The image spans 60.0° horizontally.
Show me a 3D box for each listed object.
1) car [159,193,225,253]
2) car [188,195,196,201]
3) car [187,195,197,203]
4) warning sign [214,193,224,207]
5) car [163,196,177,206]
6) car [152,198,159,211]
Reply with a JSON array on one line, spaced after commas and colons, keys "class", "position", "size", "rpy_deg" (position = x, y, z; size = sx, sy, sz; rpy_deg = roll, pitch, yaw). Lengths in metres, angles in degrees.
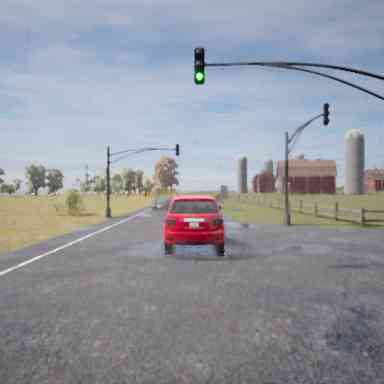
[{"class": "car", "position": [0.081, 1.168, 13.605], "size": [2.150, 2.045, 5.566], "rpy_deg": [0, 0, 0]}, {"class": "car", "position": [0.002, 1.288, 75.120], "size": [1.895, 1.301, 4.718], "rpy_deg": [0, 0, 0]}, {"class": "car", "position": [0.003, 1.392, 64.670], "size": [1.837, 1.490, 4.892], "rpy_deg": [0, 0, 0]}, {"class": "warning sign", "position": [3.545, 1.050, 43.721], "size": [1.300, 1.860, 1.060], "rpy_deg": [0, 0, 0]}, {"class": "car", "position": [-3.561, 1.459, 54.608], "size": [2.033, 1.411, 5.357], "rpy_deg": [0, 0, 0]}, {"class": "car", "position": [-3.590, 1.436, 38.977], "size": [2.128, 1.511, 4.902], "rpy_deg": [0, 0, 0]}]
